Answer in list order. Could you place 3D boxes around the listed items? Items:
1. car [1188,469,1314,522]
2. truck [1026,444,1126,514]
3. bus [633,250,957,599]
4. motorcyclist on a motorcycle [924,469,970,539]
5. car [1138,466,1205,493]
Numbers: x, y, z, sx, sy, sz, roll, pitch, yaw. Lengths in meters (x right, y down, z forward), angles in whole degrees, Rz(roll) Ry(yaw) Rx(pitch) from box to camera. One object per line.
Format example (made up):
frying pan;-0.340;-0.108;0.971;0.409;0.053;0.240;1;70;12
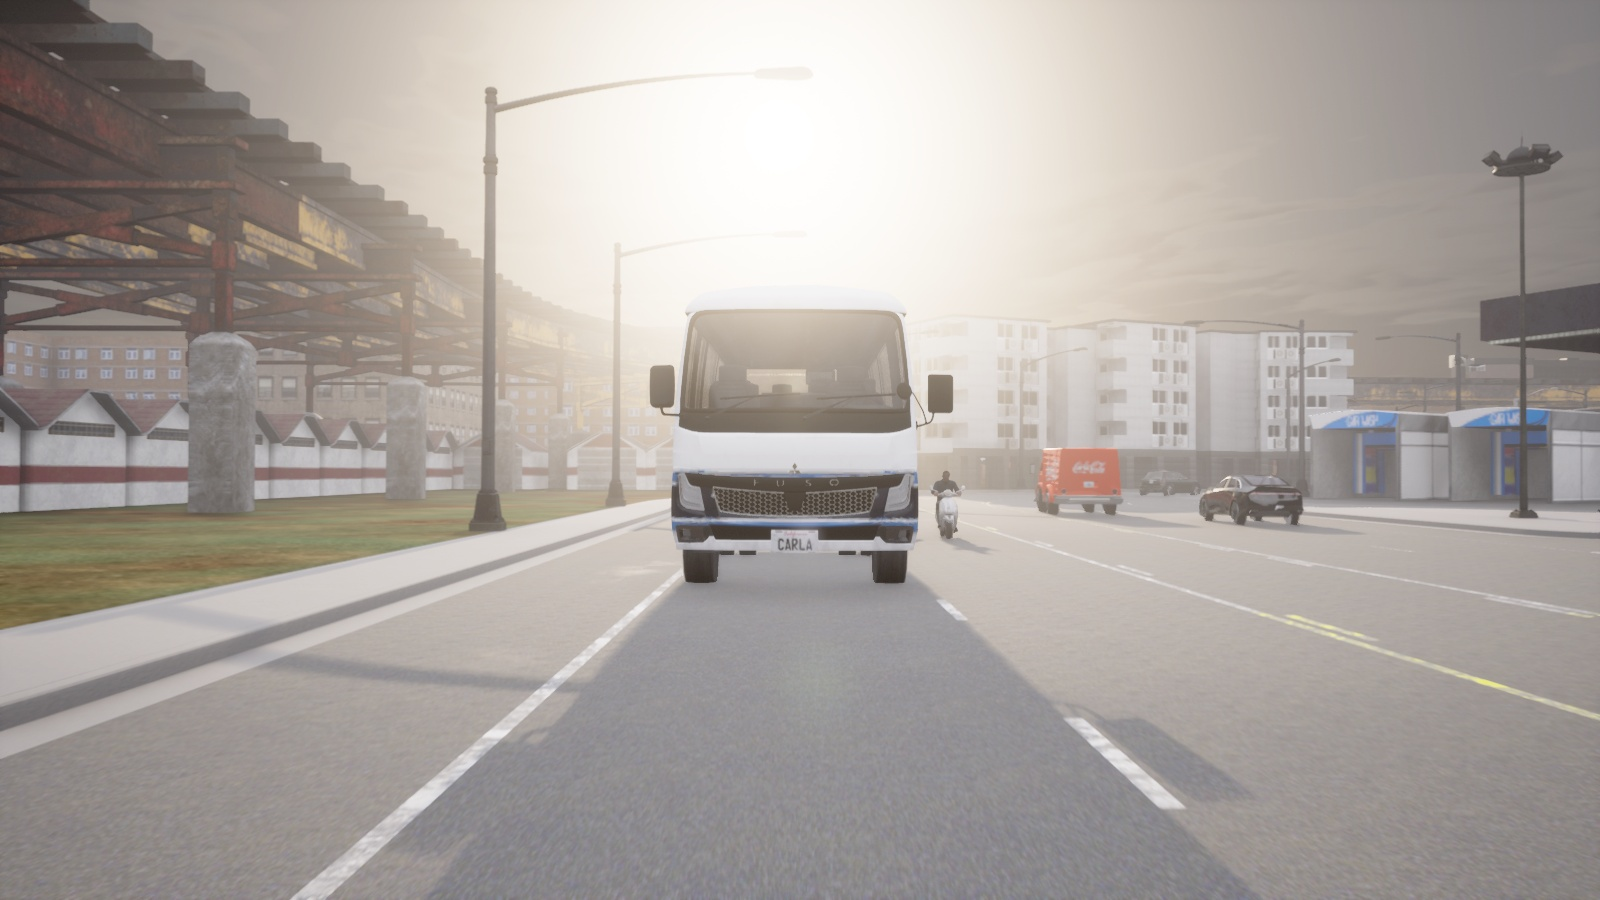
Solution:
car;13.892;1.365;39.017;2.128;1.511;4.902;0;-1;0
truck;10.366;1.082;47.685;2.627;2.467;5.204;0;-1;0
bus;-0.051;-0.220;20.504;3.944;4.253;10.273;0;-1;0
motorcyclist on a motorcycle;3.433;1.246;29.477;0.866;1.590;1.817;0;-1;0
car;24.776;1.969;83.710;4.553;1.767;2.097;1;-1;-39
